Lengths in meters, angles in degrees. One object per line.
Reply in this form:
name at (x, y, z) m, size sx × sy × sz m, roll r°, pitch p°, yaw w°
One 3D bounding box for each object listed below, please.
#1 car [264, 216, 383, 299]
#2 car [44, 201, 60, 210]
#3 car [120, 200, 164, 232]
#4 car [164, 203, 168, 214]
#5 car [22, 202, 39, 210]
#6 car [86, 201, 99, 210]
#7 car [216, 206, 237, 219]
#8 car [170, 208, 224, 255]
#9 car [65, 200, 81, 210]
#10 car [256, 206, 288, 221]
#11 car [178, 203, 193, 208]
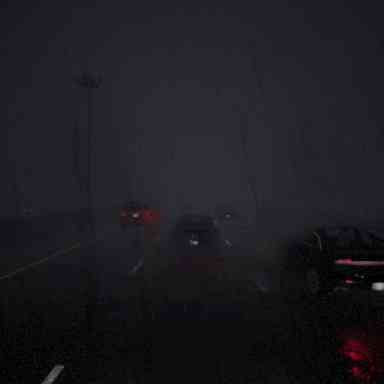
car at (3.593, 1.614, 8.785) m, size 2.128 × 1.511 × 4.902 m, roll 0°, pitch -1°, yaw 0°
car at (-24.406, 2.355, 58.094) m, size 2.033 × 1.411 × 5.357 m, roll 0°, pitch -1°, yaw -12°
car at (-3.400, 1.537, 22.713) m, size 2.150 × 2.045 × 5.566 m, roll 0°, pitch -1°, yaw 0°
car at (-4.209, 2.087, 43.172) m, size 2.128 × 1.511 × 4.902 m, roll 0°, pitch -1°, yaw -6°
car at (-27.870, 2.350, 57.599) m, size 2.033 × 1.411 × 5.357 m, roll 0°, pitch -1°, yaw -12°
car at (-17.271, 2.281, 58.024) m, size 1.882 × 1.535 × 5.008 m, roll 0°, pitch -1°, yaw -11°
car at (3.394, 2.078, 34.747) m, size 1.895 × 1.301 × 4.718 m, roll 0°, pitch -1°, yaw -2°
car at (0.098, 1.675, 14.302) m, size 1.882 × 1.535 × 5.008 m, roll 0°, pitch -1°, yaw 0°
car at (-21.108, 2.172, 59.119) m, size 2.097 × 1.767 × 4.553 m, roll 0°, pitch -1°, yaw -12°
car at (7.057, 1.953, 29.582) m, size 2.033 × 1.411 × 5.357 m, roll 0°, pitch -1°, yaw -1°
car at (-0.830, 2.139, 44.574) m, size 1.812 × 1.442 × 4.674 m, roll 0°, pitch -1°, yaw -6°
